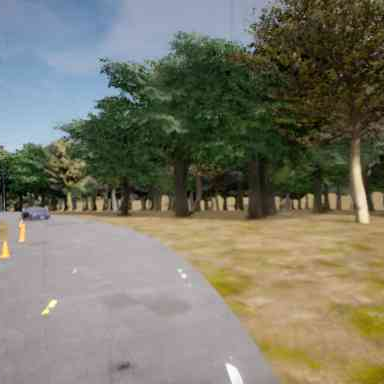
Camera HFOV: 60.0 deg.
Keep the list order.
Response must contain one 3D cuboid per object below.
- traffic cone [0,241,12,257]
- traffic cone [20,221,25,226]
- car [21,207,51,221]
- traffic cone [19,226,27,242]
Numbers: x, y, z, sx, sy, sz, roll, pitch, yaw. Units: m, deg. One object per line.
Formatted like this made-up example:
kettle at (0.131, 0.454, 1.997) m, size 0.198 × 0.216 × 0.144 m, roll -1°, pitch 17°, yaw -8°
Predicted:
traffic cone at (-6.950, 2.110, 12.412) m, size 0.340 × 0.580 × 0.340 m, roll -1°, pitch -1°, yaw -17°
traffic cone at (-10.678, 2.286, 21.130) m, size 0.340 × 0.580 × 0.340 m, roll -1°, pitch -1°, yaw -28°
car at (-16.545, 2.246, 35.101) m, size 2.033 × 1.411 × 5.357 m, roll -1°, pitch -1°, yaw -39°
traffic cone at (-8.580, 2.187, 16.840) m, size 0.340 × 0.580 × 0.340 m, roll -1°, pitch -1°, yaw -23°
